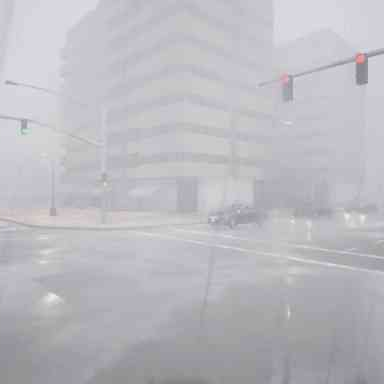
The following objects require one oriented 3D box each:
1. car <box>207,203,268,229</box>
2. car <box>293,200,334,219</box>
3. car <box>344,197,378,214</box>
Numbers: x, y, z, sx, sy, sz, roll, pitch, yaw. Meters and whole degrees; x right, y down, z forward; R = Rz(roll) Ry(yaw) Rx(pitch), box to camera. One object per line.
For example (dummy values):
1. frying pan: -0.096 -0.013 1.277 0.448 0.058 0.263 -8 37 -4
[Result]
1. car: 3.113 1.520 22.272 4.902 1.511 2.128 0 0 -42
2. car: 10.767 1.532 29.275 4.892 1.490 1.837 0 0 -43
3. car: 18.496 1.378 36.331 4.553 1.767 2.097 0 0 -42
